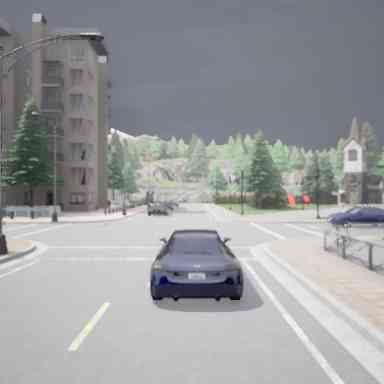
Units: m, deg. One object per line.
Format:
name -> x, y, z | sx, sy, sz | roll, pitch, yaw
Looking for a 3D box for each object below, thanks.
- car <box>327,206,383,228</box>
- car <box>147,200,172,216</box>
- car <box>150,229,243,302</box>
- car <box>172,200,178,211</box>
car -> 11.915, 1.730, 23.320 | 4.674, 1.442, 1.812 | 0, 0, -1
car -> -3.553, 1.853, 35.746 | 1.994, 1.385, 4.181 | 0, 0, 1
car -> 0.085, 1.633, 8.507 | 1.994, 1.385, 4.181 | 0, 0, 0
car -> -3.553, 1.929, 47.225 | 2.033, 1.411, 5.357 | 0, 0, 0
